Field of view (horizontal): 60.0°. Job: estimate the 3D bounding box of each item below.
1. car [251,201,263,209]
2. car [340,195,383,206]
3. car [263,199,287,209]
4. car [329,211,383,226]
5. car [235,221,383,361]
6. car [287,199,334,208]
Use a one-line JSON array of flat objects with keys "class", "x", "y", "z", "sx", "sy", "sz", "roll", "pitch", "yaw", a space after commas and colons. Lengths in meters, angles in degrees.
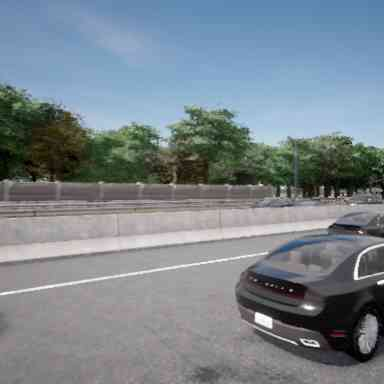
[{"class": "car", "x": 9.724, "y": 1.601, "z": 41.000, "sx": 5.357, "sy": 1.411, "sz": 2.033, "roll": 0, "pitch": 0, "yaw": -35}, {"class": "car", "x": 17.112, "y": 1.280, "z": 33.360, "sx": 5.566, "sy": 2.045, "sz": 2.150, "roll": 0, "pitch": 0, "yaw": -35}, {"class": "car", "x": 10.633, "y": 1.555, "z": 37.353, "sx": 4.892, "sy": 1.490, "sz": 1.837, "roll": 0, "pitch": 0, "yaw": -35}, {"class": "car", "x": 7.447, "y": 1.528, "z": 13.480, "sx": 4.892, "sy": 1.490, "sz": 1.837, "roll": 0, "pitch": 0, "yaw": -36}, {"class": "car", "x": 2.952, "y": 1.516, "z": 5.972, "sx": 4.892, "sy": 1.490, "sz": 1.837, "roll": 0, "pitch": 0, "yaw": -36}, {"class": "car", "x": 12.678, "y": 1.598, "z": 34.514, "sx": 5.357, "sy": 1.411, "sz": 2.033, "roll": 0, "pitch": 0, "yaw": -35}]
